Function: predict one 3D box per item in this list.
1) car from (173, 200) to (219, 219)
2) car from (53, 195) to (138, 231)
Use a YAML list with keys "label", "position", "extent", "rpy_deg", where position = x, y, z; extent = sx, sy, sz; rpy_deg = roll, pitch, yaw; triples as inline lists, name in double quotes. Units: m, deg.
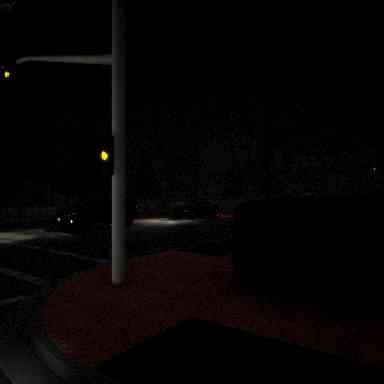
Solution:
- label: "car"
  position: [0.393, 1.478, 29.389]
  extent: [1.882, 1.535, 5.008]
  rpy_deg: [0, 0, 39]
- label: "car"
  position: [-5.968, 1.221, 21.371]
  extent: [2.150, 2.045, 5.566]
  rpy_deg: [0, 0, 38]
